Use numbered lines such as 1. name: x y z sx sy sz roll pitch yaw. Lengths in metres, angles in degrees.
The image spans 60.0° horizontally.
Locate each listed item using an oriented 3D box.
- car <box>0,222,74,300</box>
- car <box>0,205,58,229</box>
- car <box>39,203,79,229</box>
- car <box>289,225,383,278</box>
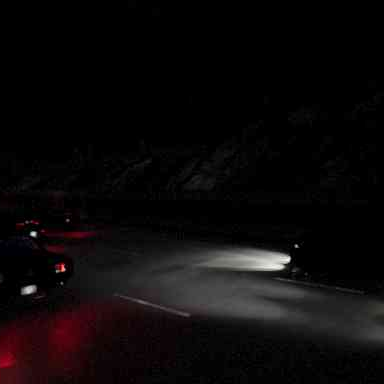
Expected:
1. car: -4.866 1.578 7.760 4.718 1.301 1.895 0 0 38
2. car: -8.379 1.465 15.299 4.892 1.490 1.837 0 0 41
3. car: -8.825 1.439 20.443 5.008 1.535 1.882 0 0 43
4. car: 4.908 1.602 9.202 4.181 1.385 1.994 0 0 35
